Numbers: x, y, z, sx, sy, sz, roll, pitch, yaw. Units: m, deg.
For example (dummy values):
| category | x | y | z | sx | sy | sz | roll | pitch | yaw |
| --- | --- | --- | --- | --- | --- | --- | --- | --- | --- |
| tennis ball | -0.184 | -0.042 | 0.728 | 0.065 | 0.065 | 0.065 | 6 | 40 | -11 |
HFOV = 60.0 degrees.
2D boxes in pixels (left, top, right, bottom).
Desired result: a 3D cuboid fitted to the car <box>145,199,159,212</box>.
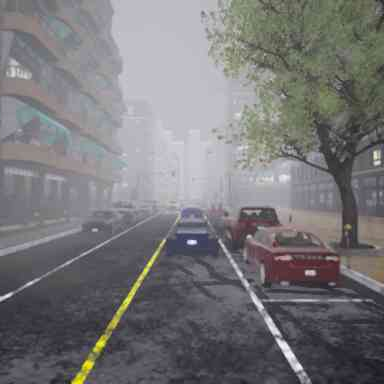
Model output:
| category | x | y | z | sx | sy | sz | roll | pitch | yaw |
| --- | --- | --- | --- | --- | --- | --- | --- | --- | --- |
| car | -5.450 | 1.780 | 43.422 | 2.192 | 1.841 | 5.009 | 1 | -1 | 0 |

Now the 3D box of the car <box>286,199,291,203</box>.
| category | x | y | z | sx | sy | sz | roll | pitch | yaw |
| --- | --- | --- | --- | --- | --- | --- | --- | --- | --- |
| car | 18.674 | 1.981 | 58.433 | 4.097 | 1.590 | 1.967 | 0 | -1 | 1 |

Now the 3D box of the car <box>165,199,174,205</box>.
| category | x | y | z | sx | sy | sz | roll | pitch | yaw |
| --- | --- | --- | --- | --- | --- | --- | --- | --- | --- |
| car | -5.453 | 2.443 | 81.336 | 2.008 | 1.369 | 4.403 | 1 | -1 | 0 |

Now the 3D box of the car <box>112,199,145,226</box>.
| category | x | y | z | sx | sy | sz | roll | pitch | yaw |
| --- | --- | --- | --- | --- | --- | --- | --- | --- | --- |
| car | -5.446 | 1.595 | 26.483 | 2.192 | 1.841 | 5.009 | 1 | -1 | 0 |

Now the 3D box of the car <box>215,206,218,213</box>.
| category | x | y | z | sx | sy | sz | roll | pitch | yaw |
| --- | --- | --- | --- | --- | --- | --- | --- | --- | --- |
| car | 2.639 | 1.801 | 20.765 | 1.802 | 1.307 | 4.206 | 1 | -1 | 0 |

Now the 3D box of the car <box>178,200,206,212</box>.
| category | x | y | z | sx | sy | sz | roll | pitch | yaw |
| --- | --- | --- | --- | --- | --- | --- | --- | --- | --- |
| car | 0.021 | 1.787 | 29.261 | 1.882 | 1.535 | 5.008 | 0 | 0 | 0 |

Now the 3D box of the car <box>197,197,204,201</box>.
| category | x | y | z | sx | sy | sz | roll | pitch | yaw |
| --- | --- | --- | --- | --- | --- | --- | --- | --- | --- |
| car | 2.687 | 2.389 | 78.883 | 1.752 | 1.417 | 4.829 | 1 | -1 | 0 |

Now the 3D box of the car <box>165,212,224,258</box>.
| category | x | y | z | sx | sy | sz | roll | pitch | yaw |
| --- | --- | --- | --- | --- | --- | --- | --- | --- | --- |
| car | 0.018 | 1.706 | 13.370 | 1.994 | 1.385 | 4.181 | 0 | -1 | 0 |

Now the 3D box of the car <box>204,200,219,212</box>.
| category | x | y | z | sx | sy | sz | roll | pitch | yaw |
| --- | --- | --- | --- | --- | --- | --- | --- | --- | --- |
| car | 2.697 | 1.842 | 37.723 | 1.967 | 1.590 | 4.097 | 1 | -1 | 0 |

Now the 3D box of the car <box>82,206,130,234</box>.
| category | x | y | z | sx | sy | sz | roll | pitch | yaw |
| --- | --- | --- | --- | --- | --- | --- | --- | --- | --- |
| car | -5.448 | 1.786 | 20.834 | 1.947 | 1.339 | 4.313 | 1 | -1 | 0 |

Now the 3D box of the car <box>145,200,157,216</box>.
| category | x | y | z | sx | sy | sz | roll | pitch | yaw |
| --- | --- | --- | --- | --- | --- | --- | --- | --- | --- |
| car | -5.451 | 1.968 | 37.773 | 1.947 | 1.339 | 4.313 | 1 | -1 | 0 |

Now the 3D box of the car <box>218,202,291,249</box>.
| category | x | y | z | sx | sy | sz | roll | pitch | yaw |
| --- | --- | --- | --- | --- | --- | --- | --- | --- | --- |
| car | 2.609 | 1.475 | 15.115 | 2.192 | 1.841 | 5.009 | 1 | -1 | 0 |

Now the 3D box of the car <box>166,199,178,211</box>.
| category | x | y | z | sx | sy | sz | roll | pitch | yaw |
| --- | --- | --- | --- | --- | --- | --- | --- | --- | --- |
| car | -2.785 | 2.009 | 49.512 | 1.882 | 1.535 | 5.008 | 0 | -1 | 0 |

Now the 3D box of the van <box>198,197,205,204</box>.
| category | x | y | z | sx | sy | sz | roll | pitch | yaw |
| --- | --- | --- | --- | --- | --- | --- | --- | --- | --- |
| van | 2.589 | 2.368 | 92.718 | 1.690 | 1.788 | 3.998 | 1 | -1 | 0 |

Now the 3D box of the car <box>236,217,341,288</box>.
| category | x | y | z | sx | sy | sz | roll | pitch | yaw |
| --- | --- | --- | --- | --- | --- | --- | --- | --- | --- |
| car | 2.574 | 1.645 | 9.461 | 1.887 | 1.381 | 4.507 | 1 | -1 | 0 |
